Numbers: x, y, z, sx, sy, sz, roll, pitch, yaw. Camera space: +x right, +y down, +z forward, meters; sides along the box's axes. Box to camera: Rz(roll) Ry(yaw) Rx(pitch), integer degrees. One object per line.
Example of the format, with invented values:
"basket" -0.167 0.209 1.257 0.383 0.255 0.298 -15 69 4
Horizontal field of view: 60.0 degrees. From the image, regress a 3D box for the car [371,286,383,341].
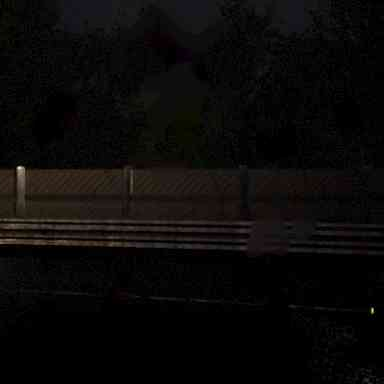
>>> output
"car" 4.668 1.575 4.209 4.181 1.385 1.994 0 0 11
